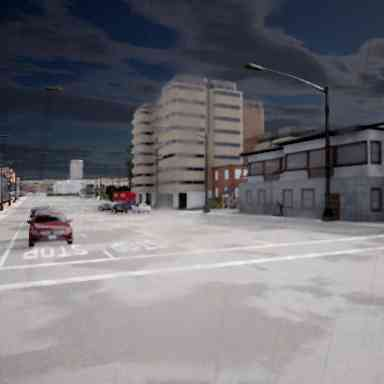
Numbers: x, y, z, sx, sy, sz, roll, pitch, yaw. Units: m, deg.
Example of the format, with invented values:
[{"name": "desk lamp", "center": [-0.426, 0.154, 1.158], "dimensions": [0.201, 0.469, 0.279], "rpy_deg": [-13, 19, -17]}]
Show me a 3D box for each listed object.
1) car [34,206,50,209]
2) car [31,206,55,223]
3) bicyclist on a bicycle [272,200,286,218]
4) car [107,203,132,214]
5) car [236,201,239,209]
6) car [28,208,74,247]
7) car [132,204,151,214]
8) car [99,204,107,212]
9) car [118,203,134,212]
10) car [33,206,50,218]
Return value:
[{"name": "car", "center": [-11.111, 1.981, 25.167], "dimensions": [2.033, 1.411, 5.357], "rpy_deg": [0, -1, -26]}, {"name": "car", "center": [-15.286, 2.209, 34.068], "dimensions": [2.128, 1.511, 4.902], "rpy_deg": [0, -2, -25]}, {"name": "bicyclist on a bicycle", "center": [8.148, 1.598, 31.163], "dimensions": [1.656, 1.620, 0.582], "rpy_deg": [-1, -1, -25]}, {"name": "car", "center": [-10.858, 2.533, 49.652], "dimensions": [1.837, 1.490, 4.892], "rpy_deg": [0, -1, -24]}, {"name": "car", "center": [8.596, 1.978, 52.763], "dimensions": [1.970, 1.475, 3.806], "rpy_deg": [0, -2, -25]}, {"name": "car", "center": [-6.992, 1.738, 16.422], "dimensions": [1.812, 1.442, 4.674], "rpy_deg": [0, -1, -25]}, {"name": "car", "center": [-7.644, 2.540, 51.049], "dimensions": [1.812, 1.442, 4.674], "rpy_deg": [0, -1, -25]}, {"name": "car", "center": [-15.241, 2.750, 58.854], "dimensions": [2.033, 1.411, 5.357], "rpy_deg": [0, -1, -25]}, {"name": "car", "center": [-12.074, 2.717, 60.344], "dimensions": [1.812, 1.442, 4.674], "rpy_deg": [0, -1, -25]}, {"name": "car", "center": [-19.536, 2.572, 43.182], "dimensions": [1.994, 1.385, 4.181], "rpy_deg": [0, -1, -25]}]
